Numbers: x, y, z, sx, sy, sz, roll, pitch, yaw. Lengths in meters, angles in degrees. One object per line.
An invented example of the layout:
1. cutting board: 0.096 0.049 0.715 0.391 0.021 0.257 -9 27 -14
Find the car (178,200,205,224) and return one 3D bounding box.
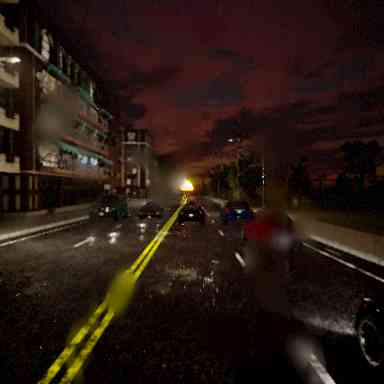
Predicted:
1. car: -0.043 1.592 25.150 1.994 1.385 4.181 0 0 0

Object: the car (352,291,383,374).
1. car: 3.249 1.567 2.988 1.994 1.385 4.181 0 0 0

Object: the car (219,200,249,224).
1. car: 3.248 1.380 24.959 2.097 1.767 4.553 0 0 0

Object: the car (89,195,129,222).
1. car: -6.600 1.252 26.994 2.150 2.045 5.566 0 0 0

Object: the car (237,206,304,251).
1. car: 3.248 1.540 13.989 1.812 1.442 4.674 0 0 0

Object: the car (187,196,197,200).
1. car: 0.028 1.668 53.344 1.895 1.301 4.718 0 0 0

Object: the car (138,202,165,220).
1. car: -3.349 1.580 28.832 2.033 1.411 5.357 0 0 0
